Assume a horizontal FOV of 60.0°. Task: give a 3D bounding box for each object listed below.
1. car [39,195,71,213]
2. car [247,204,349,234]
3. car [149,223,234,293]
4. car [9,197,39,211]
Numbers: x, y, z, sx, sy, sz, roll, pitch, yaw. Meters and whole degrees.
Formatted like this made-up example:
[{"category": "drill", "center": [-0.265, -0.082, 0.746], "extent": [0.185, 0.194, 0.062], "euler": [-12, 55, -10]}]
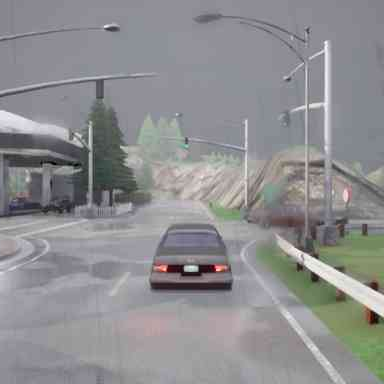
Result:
[{"category": "car", "center": [-14.578, 1.302, 36.186], "extent": [1.905, 1.878, 3.866], "euler": [0, 0, -1]}, {"category": "car", "center": [5.542, 1.367, 18.125], "extent": [2.033, 1.411, 5.357], "euler": [-1, 0, -43]}, {"category": "car", "center": [0.000, 1.545, 9.010], "extent": [2.033, 1.411, 5.357], "euler": [0, 0, 0]}, {"category": "car", "center": [-20.291, 1.468, 40.456], "extent": [2.242, 1.667, 4.611], "euler": [0, 0, -1]}]
